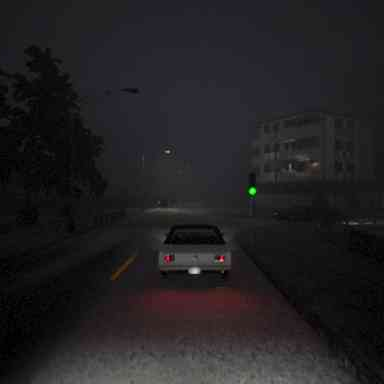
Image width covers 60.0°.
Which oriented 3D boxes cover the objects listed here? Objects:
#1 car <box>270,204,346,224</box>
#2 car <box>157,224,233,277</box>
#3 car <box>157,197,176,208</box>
[{"bbox_3d":[8.639,1.641,24.932,5.357,1.411,2.033,0,0,6],"label":"car"},{"bbox_3d":[0.081,1.640,10.304,1.895,1.301,4.718,0,0,0],"label":"car"},{"bbox_3d":[-4.059,1.542,50.811,2.097,1.767,4.553,0,0,0],"label":"car"}]
